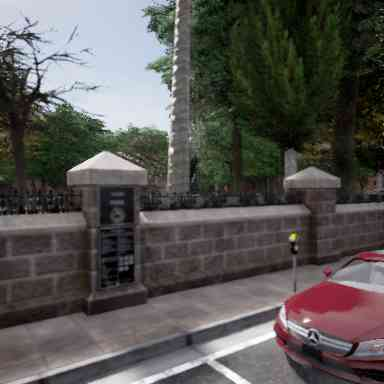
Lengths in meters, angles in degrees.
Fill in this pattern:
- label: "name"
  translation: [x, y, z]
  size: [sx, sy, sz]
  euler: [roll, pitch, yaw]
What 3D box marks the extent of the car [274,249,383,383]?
- label: "car"
  translation: [3.071, 1.581, 5.006]
  size: [4.206, 1.307, 1.802]
  euler: [0, 0, -35]
